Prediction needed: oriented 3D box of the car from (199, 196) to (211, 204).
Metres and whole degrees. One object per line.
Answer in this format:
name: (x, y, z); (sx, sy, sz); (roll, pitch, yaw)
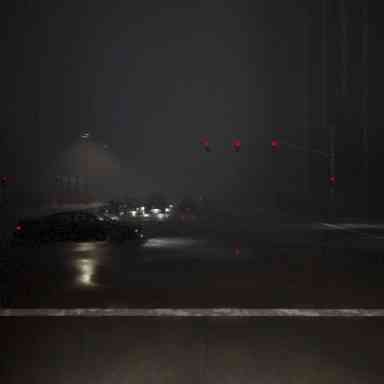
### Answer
car: (2.742, 1.489, 64.740); (2.128, 1.511, 4.902); (0, 0, -1)

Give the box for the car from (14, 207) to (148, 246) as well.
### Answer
car: (-4.902, 1.547, 14.785); (5.357, 1.411, 2.033); (0, 0, 0)

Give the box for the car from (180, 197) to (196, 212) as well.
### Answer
car: (-0.471, 1.599, 39.237); (1.895, 1.301, 4.718); (0, 0, -1)

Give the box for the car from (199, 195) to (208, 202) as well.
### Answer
car: (2.538, 1.521, 75.124); (1.812, 1.442, 4.674); (0, 0, -1)

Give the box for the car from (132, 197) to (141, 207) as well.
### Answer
car: (-7.729, 1.476, 42.111); (1.882, 1.535, 5.008); (0, 0, -1)

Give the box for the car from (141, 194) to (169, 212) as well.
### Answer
car: (-4.190, 1.220, 38.443); (2.150, 2.045, 5.566); (0, 0, -1)

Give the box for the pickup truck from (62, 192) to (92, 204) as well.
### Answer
pickup truck: (-20.932, 1.056, 59.956); (2.390, 2.098, 6.274); (0, 0, 30)

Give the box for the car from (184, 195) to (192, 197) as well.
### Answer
car: (-0.783, 1.350, 67.123); (2.097, 1.767, 4.553); (0, 0, 0)

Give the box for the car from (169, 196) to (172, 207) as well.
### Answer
car: (-4.285, 1.599, 48.390); (1.895, 1.301, 4.718); (0, 0, -1)

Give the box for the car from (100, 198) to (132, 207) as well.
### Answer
car: (-7.707, 1.490, 32.809); (2.128, 1.511, 4.902); (0, 0, 2)

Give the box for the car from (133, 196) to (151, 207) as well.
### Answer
car: (-7.828, 1.489, 52.495); (2.128, 1.511, 4.902); (0, 0, -1)
